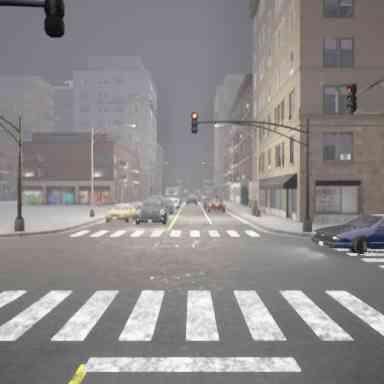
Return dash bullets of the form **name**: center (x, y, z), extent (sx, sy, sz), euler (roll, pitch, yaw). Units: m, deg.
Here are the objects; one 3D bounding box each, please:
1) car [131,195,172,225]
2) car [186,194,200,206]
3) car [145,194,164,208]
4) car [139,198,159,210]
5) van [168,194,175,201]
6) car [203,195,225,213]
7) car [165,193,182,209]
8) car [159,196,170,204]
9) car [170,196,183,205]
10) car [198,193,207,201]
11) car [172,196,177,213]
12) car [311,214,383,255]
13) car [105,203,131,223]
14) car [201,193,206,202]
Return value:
- **car**: center (-2.812, 1.341, 24.109), extent (2.097, 1.767, 4.553), euler (0, 0, -1)
- **car**: center (-0.022, 1.481, 55.730), extent (1.837, 1.490, 4.892), euler (0, 0, 0)
- **car**: center (-5.408, 1.294, 48.435), extent (2.192, 1.841, 5.009), euler (0, 0, 0)
- **car**: center (-5.405, 1.532, 42.773), extent (2.008, 1.369, 4.403), euler (0, 0, 0)
- **van**: center (-5.424, 1.307, 88.068), extent (1.690, 1.788, 3.998), euler (0, 0, 0)
- **car**: center (2.622, 1.424, 37.113), extent (1.967, 1.590, 4.097), euler (0, 0, 0)
- **car**: center (-2.815, 1.201, 44.657), extent (2.150, 2.045, 5.566), euler (0, 0, 0)
- **car**: center (-5.414, 1.555, 65.421), extent (1.802, 1.307, 4.206), euler (0, 0, 0)
- **car**: center (-2.775, 1.553, 60.042), extent (2.033, 1.411, 5.357), euler (0, 0, 0)
- **car**: center (2.604, 1.282, 82.408), extent (2.192, 1.841, 5.009), euler (0, 0, 0)
- **car**: center (-2.852, 1.489, 34.361), extent (1.837, 1.490, 4.892), euler (0, 0, 0)
- **car**: center (7.552, 1.583, 13.048), extent (5.357, 1.411, 2.033), euler (0, 0, -8)
- **car**: center (-5.398, 1.513, 25.617), extent (1.752, 1.417, 4.829), euler (0, 0, 0)
- **car**: center (2.620, 1.296, 42.776), extent (2.192, 1.841, 5.009), euler (0, 0, 0)
